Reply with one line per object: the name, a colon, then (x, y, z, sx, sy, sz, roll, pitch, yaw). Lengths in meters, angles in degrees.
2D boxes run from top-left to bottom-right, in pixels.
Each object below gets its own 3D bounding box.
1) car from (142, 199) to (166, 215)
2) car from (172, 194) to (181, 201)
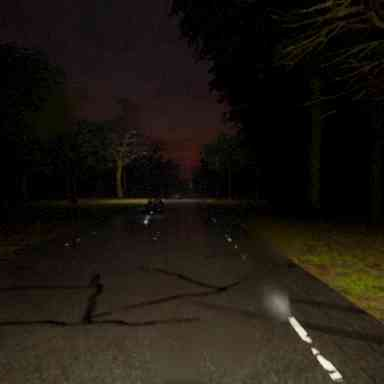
car: (-3.600, 1.439, 32.523, 2.033, 1.411, 5.357, 0, 0, 0)
car: (-3.506, 1.131, 73.759, 1.812, 1.442, 4.674, 0, 0, 0)
